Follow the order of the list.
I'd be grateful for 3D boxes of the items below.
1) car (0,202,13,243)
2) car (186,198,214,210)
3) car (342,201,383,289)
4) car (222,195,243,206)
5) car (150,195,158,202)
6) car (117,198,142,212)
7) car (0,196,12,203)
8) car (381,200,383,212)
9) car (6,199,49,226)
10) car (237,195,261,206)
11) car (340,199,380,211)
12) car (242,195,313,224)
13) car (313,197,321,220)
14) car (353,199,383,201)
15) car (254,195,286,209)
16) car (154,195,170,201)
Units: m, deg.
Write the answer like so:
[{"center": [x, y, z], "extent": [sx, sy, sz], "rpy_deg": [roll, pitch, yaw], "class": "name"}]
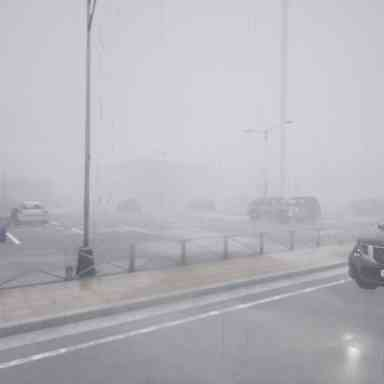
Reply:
[{"center": [-9.140, 1.372, 14.417], "extent": [1.845, 1.501, 3.633], "rpy_deg": [1, 0, -35], "class": "car"}, {"center": [1.047, 1.535, 43.692], "extent": [2.007, 1.523, 4.514], "rpy_deg": [1, 0, -35], "class": "car"}, {"center": [6.241, 1.318, 8.249], "extent": [5.566, 2.045, 2.150], "rpy_deg": [0, 0, -34], "class": "car"}, {"center": [6.888, 1.719, 57.123], "extent": [1.970, 1.475, 3.806], "rpy_deg": [1, 0, -35], "class": "car"}, {"center": [-8.817, 1.835, 86.842], "extent": [4.611, 1.667, 2.242], "rpy_deg": [1, 0, -35], "class": "car"}, {"center": [-7.215, 1.451, 38.071], "extent": [1.845, 1.501, 3.633], "rpy_deg": [1, 0, -35], "class": "car"}, {"center": [-21.324, 1.327, 37.695], "extent": [2.152, 1.636, 5.027], "rpy_deg": [1, 0, -35], "class": "car"}, {"center": [24.077, 1.659, 37.945], "extent": [1.970, 1.475, 3.806], "rpy_deg": [1, 0, -35], "class": "car"}, {"center": [-10.883, 1.404, 22.222], "extent": [1.970, 1.475, 3.806], "rpy_deg": [1, 0, -35], "class": "car"}, {"center": [9.978, 1.471, 58.502], "extent": [1.905, 1.878, 3.866], "rpy_deg": [1, 0, -35], "class": "car"}, {"center": [23.107, 1.754, 45.829], "extent": [2.007, 1.523, 4.514], "rpy_deg": [1, 0, -35], "class": "car"}, {"center": [6.261, 1.292, 24.822], "extent": [1.932, 1.855, 4.605], "rpy_deg": [1, 0, -35], "class": "car"}, {"center": [8.423, 1.301, 26.807], "extent": [1.905, 1.878, 3.866], "rpy_deg": [1, 0, -35], "class": "car"}, {"center": [18.970, 1.513, 34.047], "extent": [2.152, 1.636, 5.027], "rpy_deg": [1, 0, -35], "class": "car"}, {"center": [11.721, 1.467, 50.155], "extent": [1.932, 1.855, 4.605], "rpy_deg": [1, 0, -35], "class": "car"}, {"center": [-8.444, 1.706, 93.965], "extent": [3.866, 1.878, 1.905], "rpy_deg": [1, 0, -35], "class": "car"}]
